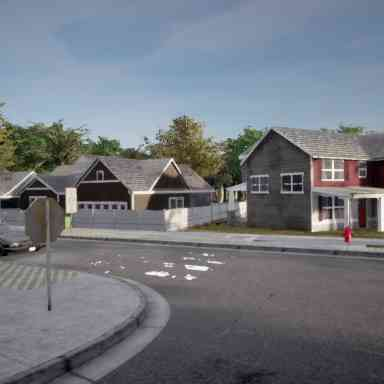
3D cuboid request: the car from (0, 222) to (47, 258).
[{"bbox_3d":[-9.361,2.201,16.015,5.357,1.411,2.033,-2,0,30],"label":"car"}]
